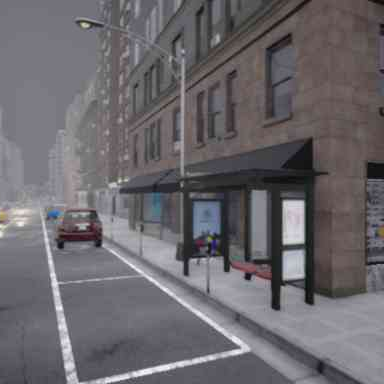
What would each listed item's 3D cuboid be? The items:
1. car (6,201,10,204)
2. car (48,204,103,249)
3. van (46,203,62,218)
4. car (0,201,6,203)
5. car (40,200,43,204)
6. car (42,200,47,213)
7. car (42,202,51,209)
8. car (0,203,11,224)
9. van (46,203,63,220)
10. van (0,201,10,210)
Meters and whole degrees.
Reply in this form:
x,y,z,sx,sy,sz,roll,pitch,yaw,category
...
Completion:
x,y,z,sx,sy,sz,roll,pitch,yaw,category
-35.735,2.837,62.292,1.802,1.307,4.206,1,-1,-25,car
-5.753,1.683,16.597,2.192,1.841,5.009,1,-1,-25,car
-17.089,2.218,41.131,1.690,1.788,3.998,1,-1,-25,van
-31.210,2.367,52.479,2.192,1.841,5.009,1,-1,-25,car
-26.159,2.724,60.755,1.967,1.590,4.097,1,-1,-25,car
-14.822,2.091,36.225,2.192,1.841,5.009,1,-1,-25,car
-35.229,3.242,80.380,2.008,1.369,4.403,1,-1,-25,car
-18.556,2.108,31.220,1.882,1.535,5.008,1,-1,-24,car
-12.555,2.015,31.317,1.690,1.788,3.998,1,-1,-25,van
-37.995,2.698,67.207,1.690,1.788,3.998,1,-1,-25,van
